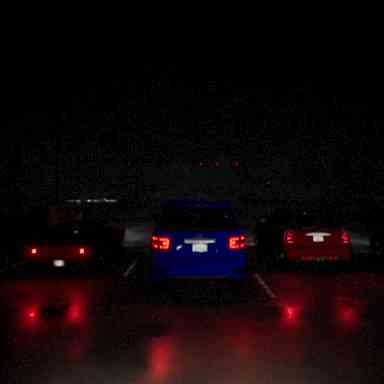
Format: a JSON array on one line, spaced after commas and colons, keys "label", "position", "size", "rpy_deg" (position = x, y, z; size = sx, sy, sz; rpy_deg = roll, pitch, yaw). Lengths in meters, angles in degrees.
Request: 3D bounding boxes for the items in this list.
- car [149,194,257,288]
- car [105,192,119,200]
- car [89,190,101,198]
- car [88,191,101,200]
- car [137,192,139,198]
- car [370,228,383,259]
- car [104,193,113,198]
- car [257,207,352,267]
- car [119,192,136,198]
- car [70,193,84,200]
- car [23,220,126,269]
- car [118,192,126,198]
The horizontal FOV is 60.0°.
[{"label": "car", "position": [0.044, 1.192, 9.291], "size": [2.150, 2.045, 5.566], "rpy_deg": [0, 0, -2]}, {"label": "car", "position": [-18.282, 1.054, 75.314], "size": [1.994, 1.385, 4.181], "rpy_deg": [0, 0, -1]}, {"label": "car", "position": [-25.814, 0.622, 88.931], "size": [2.150, 2.045, 5.566], "rpy_deg": [0, 0, -7]}, {"label": "car", "position": [-21.771, 0.987, 74.332], "size": [1.882, 1.535, 5.008], "rpy_deg": [0, 0, -1]}, {"label": "car", "position": [-15.605, 0.731, 91.652], "size": [2.097, 1.767, 4.553], "rpy_deg": [0, 0, -7]}, {"label": "car", "position": [7.020, 1.461, 9.494], "size": [2.128, 1.511, 4.902], "rpy_deg": [0, 0, 0]}, {"label": "car", "position": [-22.376, 0.915, 89.659], "size": [1.812, 1.442, 4.674], "rpy_deg": [0, 0, -7]}, {"label": "car", "position": [3.507, 1.316, 11.392], "size": [2.097, 1.767, 4.553], "rpy_deg": [0, 0, 0]}, {"label": "car", "position": [-14.790, 1.091, 76.066], "size": [1.895, 1.301, 4.718], "rpy_deg": [0, 0, -1]}, {"label": "car", "position": [-25.260, 1.017, 73.297], "size": [1.837, 1.490, 4.892], "rpy_deg": [0, 0, -1]}, {"label": "car", "position": [-3.487, 1.566, 10.929], "size": [1.895, 1.301, 4.718], "rpy_deg": [0, 0, 0]}, {"label": "car", "position": [-18.996, 0.883, 90.684], "size": [1.837, 1.490, 4.892], "rpy_deg": [0, 0, -7]}]
